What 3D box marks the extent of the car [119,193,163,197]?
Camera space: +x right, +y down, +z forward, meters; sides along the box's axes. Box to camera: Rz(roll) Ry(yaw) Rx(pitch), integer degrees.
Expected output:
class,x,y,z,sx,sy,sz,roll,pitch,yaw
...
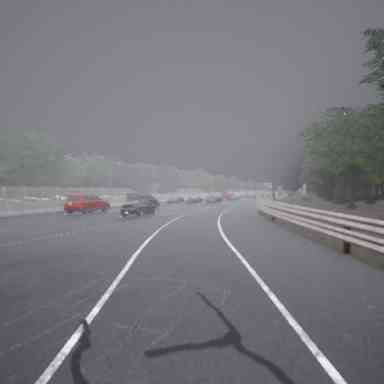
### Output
class,x,y,z,sx,sy,sz,roll,pitch,yaw
car,-5.771,1.171,38.461,2.150,2.045,5.566,0,0,19

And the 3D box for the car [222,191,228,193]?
class,x,y,z,sx,sy,sz,roll,pitch,yaw
car,8.239,0.864,80.028,2.150,2.045,5.566,0,0,19

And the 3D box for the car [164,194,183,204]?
class,x,y,z,sx,sy,sz,roll,pitch,yaw
car,-2.782,1.392,58.281,1.994,1.385,4.181,0,0,19

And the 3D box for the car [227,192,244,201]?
class,x,y,z,sx,sy,sz,roll,pitch,yaw
car,9.621,1.216,73.164,1.994,1.385,4.181,0,0,19

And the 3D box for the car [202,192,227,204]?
class,x,y,z,sx,sy,sz,roll,pitch,yaw
car,3.854,1.282,56.056,2.128,1.511,4.902,0,0,19

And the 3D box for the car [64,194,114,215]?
class,x,y,z,sx,sy,sz,roll,pitch,yaw
car,-10.810,1.227,34.464,2.150,2.045,5.566,0,0,19

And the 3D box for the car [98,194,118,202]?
class,x,y,z,sx,sy,sz,roll,pitch,yaw
car,-19.057,1.338,75.744,1.882,1.535,5.008,0,0,19

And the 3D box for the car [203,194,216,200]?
class,x,y,z,sx,sy,sz,roll,pitch,yaw
car,4.269,1.225,79.203,1.994,1.385,4.181,0,0,19

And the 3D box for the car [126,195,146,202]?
class,x,y,z,sx,sy,sz,roll,pitch,yaw
car,-12.326,1.361,73.797,2.033,1.411,5.357,0,0,19

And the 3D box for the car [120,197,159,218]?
class,x,y,z,sx,sy,sz,roll,pitch,yaw
car,-4.764,1.487,30.483,1.837,1.490,4.892,0,0,19

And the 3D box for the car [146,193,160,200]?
class,x,y,z,sx,sy,sz,roll,pitch,yaw
car,-10.577,1.083,89.946,2.097,1.767,4.553,0,0,19

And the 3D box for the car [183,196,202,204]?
class,x,y,z,sx,sy,sz,roll,pitch,yaw
car,0.536,1.335,57.168,1.812,1.442,4.674,0,0,19
